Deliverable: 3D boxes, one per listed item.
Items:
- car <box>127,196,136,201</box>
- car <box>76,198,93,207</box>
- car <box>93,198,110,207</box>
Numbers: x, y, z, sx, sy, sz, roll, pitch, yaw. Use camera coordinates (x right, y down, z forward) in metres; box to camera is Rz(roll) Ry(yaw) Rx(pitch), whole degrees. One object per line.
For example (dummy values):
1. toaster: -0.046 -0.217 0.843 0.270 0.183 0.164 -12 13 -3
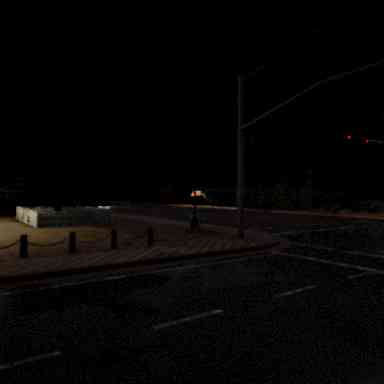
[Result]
1. car: -15.918 1.932 94.256 4.902 1.511 2.128 1 0 -35
2. car: -18.599 1.692 55.283 1.812 1.442 4.674 1 -1 -35
3. car: -15.951 1.746 57.603 2.033 1.411 5.357 1 0 -35
